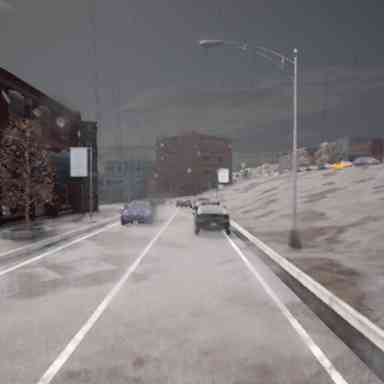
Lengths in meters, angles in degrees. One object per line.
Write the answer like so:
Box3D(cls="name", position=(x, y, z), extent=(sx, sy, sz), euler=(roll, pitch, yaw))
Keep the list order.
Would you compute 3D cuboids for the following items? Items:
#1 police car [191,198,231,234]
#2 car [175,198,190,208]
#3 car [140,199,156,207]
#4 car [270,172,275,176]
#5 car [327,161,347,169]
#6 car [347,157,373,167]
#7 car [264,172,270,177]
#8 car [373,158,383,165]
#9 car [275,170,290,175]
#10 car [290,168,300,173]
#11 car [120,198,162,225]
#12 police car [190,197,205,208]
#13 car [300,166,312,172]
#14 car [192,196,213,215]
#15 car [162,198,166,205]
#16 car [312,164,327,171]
Box3D(cls="police car", position=(1.055, 1.404, 19.034), extent=(1.930, 1.638, 5.238), euler=(0, 0, 0))
Box3D(cls="car", position=(-1.315, 1.749, 53.302), extent=(1.812, 1.442, 4.674), euler=(0, -1, -17))
Box3D(cls="car", position=(-8.616, 2.136, 64.334), extent=(1.994, 1.385, 4.181), euler=(0, -2, -23))
Box3D(cls="car", position=(21.397, -4.267, 82.093), extent=(2.002, 1.452, 4.674), euler=(0, 1, -1))
Box3D(cls="car", position=(22.460, -3.808, 49.067), extent=(2.097, 1.535, 5.008), euler=(0, 1, -4))
Box3D(cls="car", position=(22.927, -3.827, 43.561), extent=(2.185, 1.767, 4.553), euler=(0, 1, -5))
Box3D(cls="car", position=(21.274, -4.503, 87.766), extent=(2.185, 1.767, 4.553), euler=(0, 1, -1))
Box3D(cls="car", position=(23.545, -3.563, 37.870), extent=(2.163, 1.488, 4.792), euler=(0, 1, -6))
Box3D(cls="car", position=(21.515, -4.364, 76.600), extent=(2.185, 1.767, 4.553), euler=(0, 1, -1))
Box3D(cls="car", position=(21.750, -4.098, 65.663), extent=(2.231, 1.521, 4.892), euler=(0, 1, -1))
Box3D(cls="car", position=(-3.593, 1.325, 23.365), extent=(2.097, 1.767, 4.553), euler=(0, 0, 0))
Box3D(cls="police car", position=(1.058, 1.401, 29.038), extent=(1.930, 1.638, 5.238), euler=(0, 0, 0))
Box3D(cls="car", position=(21.877, -4.015, 60.146), extent=(2.231, 1.521, 4.892), euler=(0, 1, -1))
Box3D(cls="car", position=(1.059, 1.349, 34.903), extent=(2.097, 1.767, 4.553), euler=(0, 0, 0))
Box3D(cls="car", position=(-7.153, 1.997, 69.252), extent=(1.837, 1.490, 4.892), euler=(-1, -2, -31))
Box3D(cls="car", position=(22.109, -3.874, 54.604), extent=(2.002, 1.452, 4.674), euler=(0, 1, -2))
